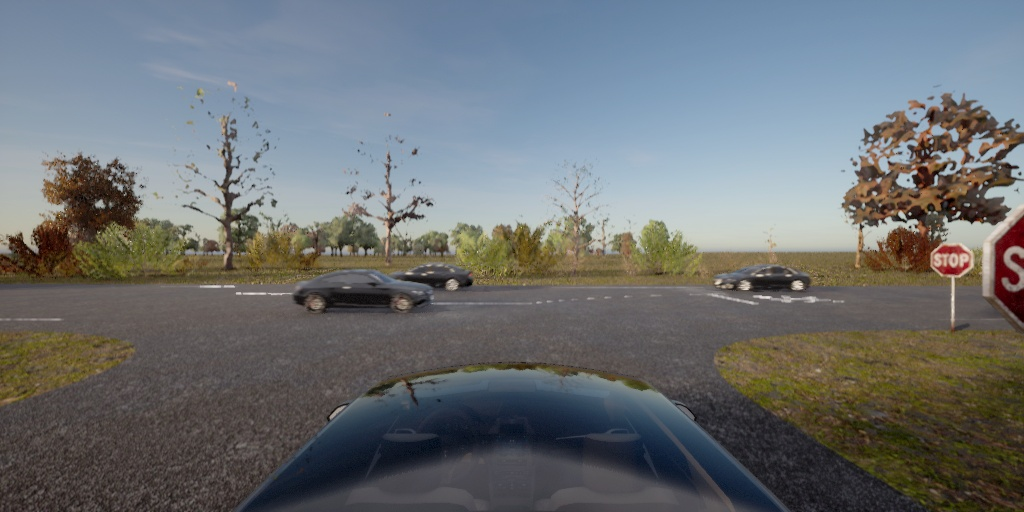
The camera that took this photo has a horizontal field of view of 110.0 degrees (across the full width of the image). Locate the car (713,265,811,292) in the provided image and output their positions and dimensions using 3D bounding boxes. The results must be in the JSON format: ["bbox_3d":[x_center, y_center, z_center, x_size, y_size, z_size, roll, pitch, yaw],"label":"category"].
[{"bbox_3d":[13.859,1.273,20.020,4.892,1.490,1.837,0,0,-1],"label":"car"}]

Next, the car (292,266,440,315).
[{"bbox_3d":[-5.155,1.207,12.628,4.674,1.442,1.812,0,0,-1],"label":"car"}]

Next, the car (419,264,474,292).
[{"bbox_3d":[-4.530,1.165,19.647,4.892,1.490,1.837,0,0,-1],"label":"car"}]
